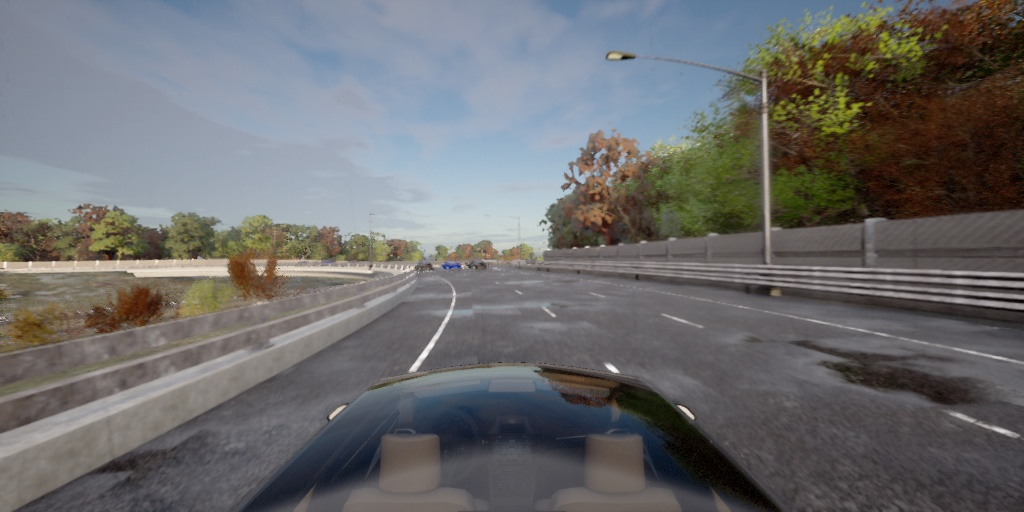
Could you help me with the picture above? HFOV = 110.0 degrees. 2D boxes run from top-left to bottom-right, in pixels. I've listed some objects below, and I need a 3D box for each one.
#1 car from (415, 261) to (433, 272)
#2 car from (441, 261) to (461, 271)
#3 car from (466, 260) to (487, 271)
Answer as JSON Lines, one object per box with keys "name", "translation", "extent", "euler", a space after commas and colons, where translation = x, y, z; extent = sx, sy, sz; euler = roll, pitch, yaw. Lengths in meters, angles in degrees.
{"name": "car", "translation": [-13.261, 1.554, 53.824], "extent": [1.837, 1.490, 4.892], "euler": [0, 0, -29]}
{"name": "car", "translation": [-9.180, 1.445, 53.629], "extent": [1.882, 1.535, 5.008], "euler": [-1, 0, -27]}
{"name": "car", "translation": [-5.399, 1.401, 53.891], "extent": [1.837, 1.490, 4.892], "euler": [-1, 0, -27]}
